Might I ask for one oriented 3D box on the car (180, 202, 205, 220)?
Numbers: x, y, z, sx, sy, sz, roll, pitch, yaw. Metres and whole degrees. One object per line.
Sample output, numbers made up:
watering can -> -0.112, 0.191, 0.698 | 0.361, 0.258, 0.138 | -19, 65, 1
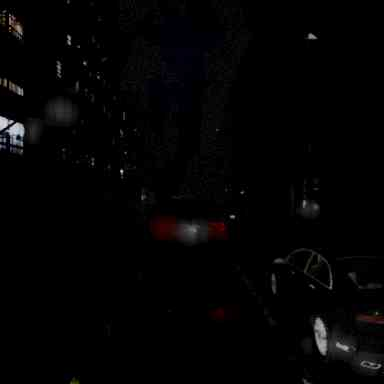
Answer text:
car -> 0.060, 1.582, 28.886 | 1.994, 1.385, 4.181 | 0, 0, 1

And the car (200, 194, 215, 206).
car -> 2.563, 1.356, 56.678 | 2.192, 1.841, 5.009 | -1, 0, 0

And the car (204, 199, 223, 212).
car -> 2.538, 1.577, 39.684 | 2.008, 1.369, 4.403 | -1, 0, 0

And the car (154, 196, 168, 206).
car -> -5.304, 1.482, 56.914 | 1.967, 1.590, 4.097 | -1, 0, 0

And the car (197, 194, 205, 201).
car -> 2.296, 1.433, 89.291 | 2.097, 1.767, 4.553 | 0, 0, 0

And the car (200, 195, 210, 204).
car -> 2.584, 1.493, 68.006 | 1.967, 1.590, 4.097 | -1, 0, 0

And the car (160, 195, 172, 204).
car -> -5.300, 1.494, 68.217 | 1.967, 1.590, 4.097 | -1, 0, 0

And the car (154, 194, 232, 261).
car -> 0.042, 1.229, 12.359 | 2.150, 2.045, 5.566 | 0, 0, 1

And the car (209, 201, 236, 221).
car -> 2.533, 1.562, 28.355 | 1.887, 1.381, 4.507 | -1, 0, 0

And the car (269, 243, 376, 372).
car -> 2.525, 1.553, 5.698 | 2.008, 1.369, 4.403 | -1, 0, 0

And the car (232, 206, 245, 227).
car -> 2.532, 1.579, 22.691 | 1.947, 1.339, 4.313 | -1, 0, 0
